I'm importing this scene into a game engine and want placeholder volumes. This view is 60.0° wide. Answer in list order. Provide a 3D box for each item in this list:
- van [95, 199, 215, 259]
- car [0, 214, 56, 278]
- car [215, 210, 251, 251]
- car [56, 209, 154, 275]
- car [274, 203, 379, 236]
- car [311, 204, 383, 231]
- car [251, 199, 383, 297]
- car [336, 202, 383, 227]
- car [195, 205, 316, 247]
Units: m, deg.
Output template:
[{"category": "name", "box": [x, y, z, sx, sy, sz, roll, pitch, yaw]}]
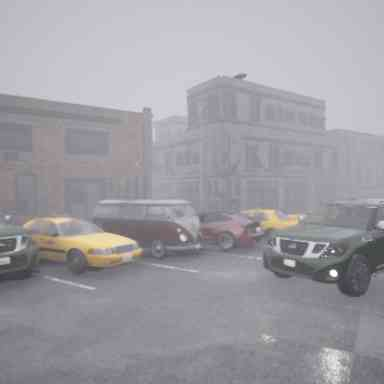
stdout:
[{"category": "van", "box": [-1.622, 1.255, 12.312, 4.442, 1.987, 1.878, -1, -1, 34]}, {"category": "car", "box": [-6.475, 1.229, 8.945, 5.566, 2.045, 2.435, -1, -1, 34]}, {"category": "car", "box": [0.643, 1.514, 14.091, 4.792, 1.488, 2.163, -1, -1, 35]}, {"category": "car", "box": [-3.955, 1.475, 10.562, 5.366, 1.575, 1.946, -1, -1, 34]}, {"category": "car", "box": [7.683, 1.489, 19.280, 5.366, 1.575, 1.946, -1, -1, 35]}, {"category": "car", "box": [10.251, 1.523, 20.853, 4.792, 1.488, 2.163, -1, -1, 35]}, {"category": "car", "box": [4.413, 1.222, 8.987, 5.566, 2.045, 2.150, 0, 0, -35]}, {"category": "car", "box": [12.622, 1.498, 22.569, 4.892, 1.521, 2.231, -1, -1, 35]}, {"category": "car", "box": [2.905, 1.485, 15.885, 5.366, 1.575, 1.946, -1, -1, 34]}]
